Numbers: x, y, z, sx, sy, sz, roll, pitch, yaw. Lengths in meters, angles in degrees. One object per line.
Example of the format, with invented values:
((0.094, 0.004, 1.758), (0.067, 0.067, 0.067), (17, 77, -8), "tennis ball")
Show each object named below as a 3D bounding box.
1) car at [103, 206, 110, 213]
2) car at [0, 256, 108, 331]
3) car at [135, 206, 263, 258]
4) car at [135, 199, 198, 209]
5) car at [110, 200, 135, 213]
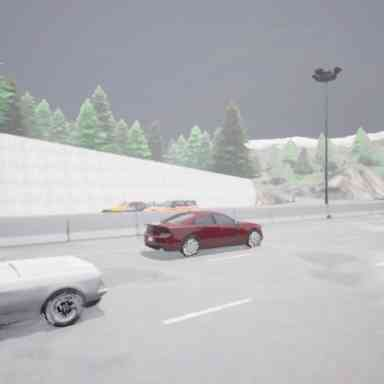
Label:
((-5.542, 1.460, 30.015), (5.008, 1.535, 1.882), (0, 0, -36), "car")
((-3.846, 1.602, 5.302), (4.718, 1.301, 1.895), (0, 0, -36), "car")
((0.593, 1.441, 12.771), (5.008, 1.535, 1.882), (0, 0, -36), "car")
((-1.452, 1.345, 24.334), (4.553, 1.767, 2.097), (0, 0, -36), "car")
((-3.508, 1.540, 27.166), (5.357, 1.411, 2.033), (0, 0, -36), "car")
